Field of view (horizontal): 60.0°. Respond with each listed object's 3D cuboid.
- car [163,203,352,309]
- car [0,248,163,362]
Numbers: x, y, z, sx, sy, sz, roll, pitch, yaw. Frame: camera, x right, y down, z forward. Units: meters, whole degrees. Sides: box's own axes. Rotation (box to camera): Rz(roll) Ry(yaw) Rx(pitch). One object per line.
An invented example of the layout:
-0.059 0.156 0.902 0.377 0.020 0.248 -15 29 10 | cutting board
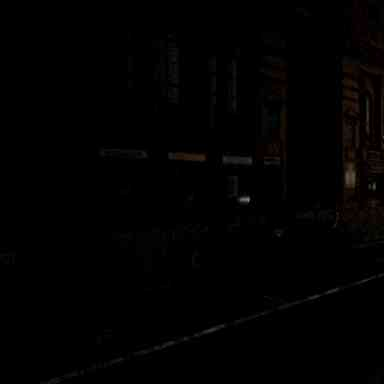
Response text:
1.761 1.232 7.862 5.009 1.841 2.192 -1 1 -35 | car
-2.815 1.560 4.637 4.313 1.339 1.947 -1 1 -35 | car
